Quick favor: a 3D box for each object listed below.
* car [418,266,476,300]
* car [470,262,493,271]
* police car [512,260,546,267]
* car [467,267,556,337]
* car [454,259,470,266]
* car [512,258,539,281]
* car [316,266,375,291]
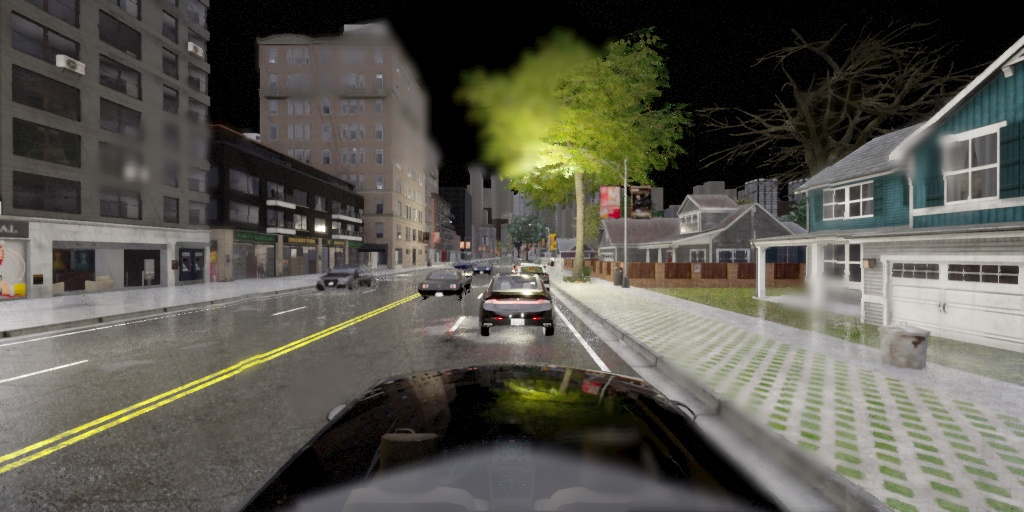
[{"bbox_3d":[-3.093,1.343,17.589,1.895,1.301,4.718,0,0,0],"label":"car"},{"bbox_3d":[-3.016,1.324,38.174,1.895,1.301,4.718,0,0,0],"label":"car"},{"bbox_3d":[1.044,1.165,20.583,1.930,1.638,5.238,0,0,0],"label":"police car"},{"bbox_3d":[0.130,1.239,10.333,2.128,1.511,4.902,0,0,0],"label":"car"},{"bbox_3d":[-6.430,1.315,47.550,1.895,1.301,4.718,0,0,0],"label":"car"},{"bbox_3d":[1.080,1.082,30.443,2.097,1.767,4.553,0,0,0],"label":"car"},{"bbox_3d":[-9.779,1.303,21.355,1.994,1.385,4.181,0,0,0],"label":"car"}]
